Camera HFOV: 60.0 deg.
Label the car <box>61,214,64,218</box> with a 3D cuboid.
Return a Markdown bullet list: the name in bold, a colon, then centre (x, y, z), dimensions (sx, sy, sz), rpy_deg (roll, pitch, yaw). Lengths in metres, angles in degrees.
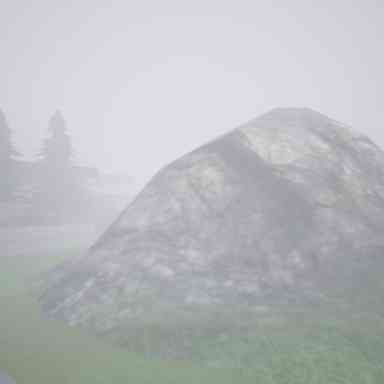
- **car**: centre (-32.952, 6.050, 87.893), dimensions (3.633, 1.501, 1.845), rpy_deg (-3, -3, 41)

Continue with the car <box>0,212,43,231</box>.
- **car**: centre (-17.896, 3.338, 34.119), dimensions (1.905, 1.878, 3.866), rpy_deg (-3, -3, 41)
